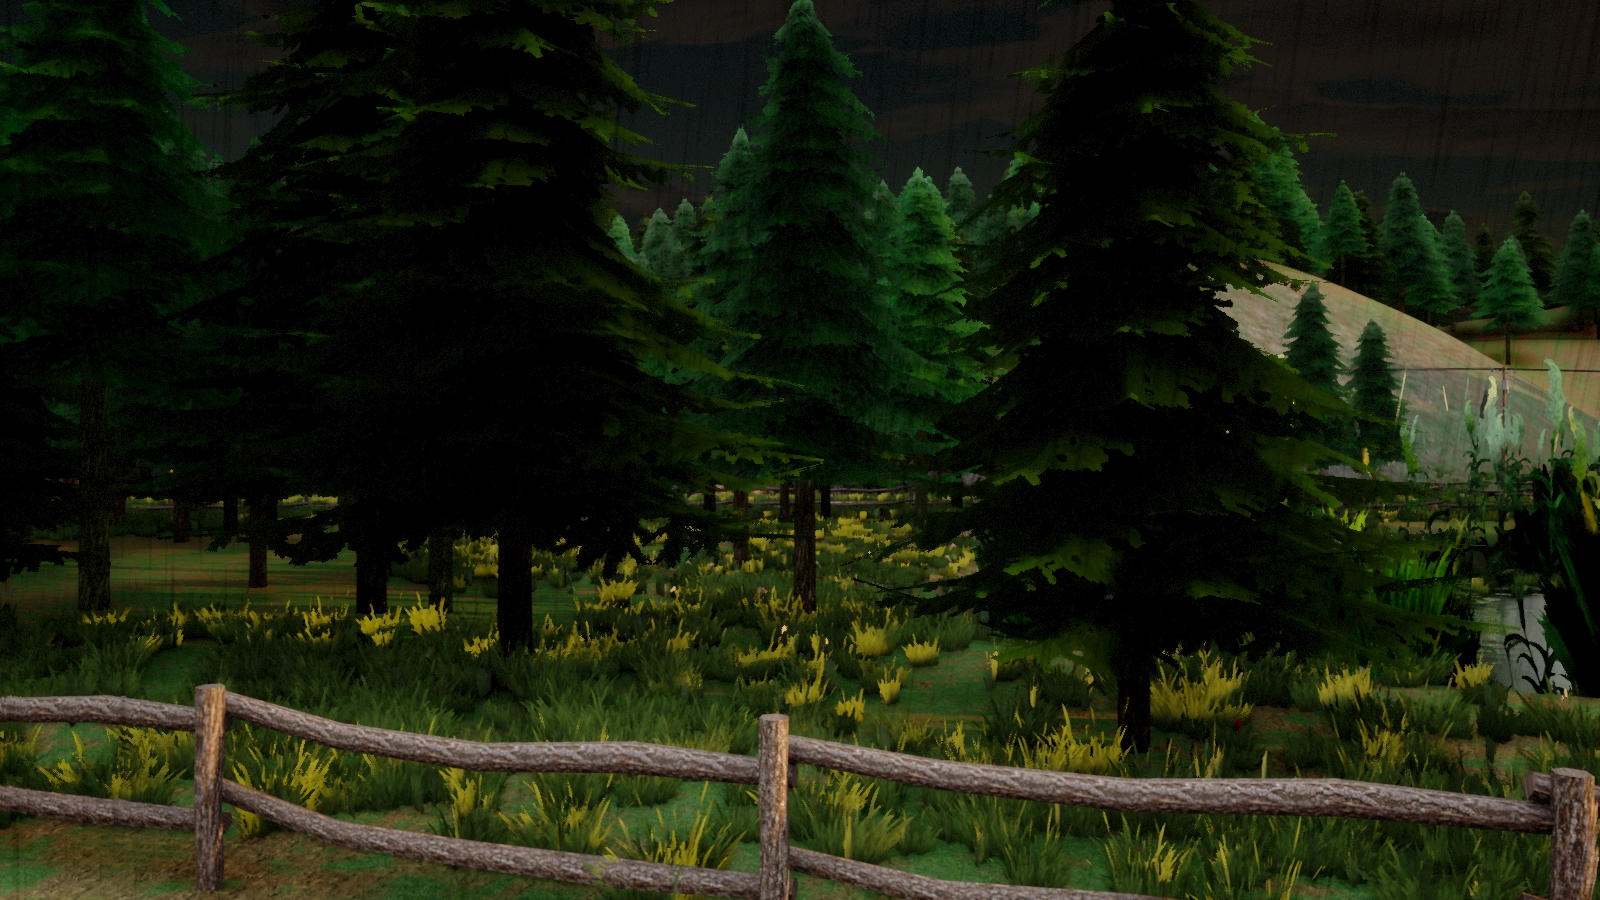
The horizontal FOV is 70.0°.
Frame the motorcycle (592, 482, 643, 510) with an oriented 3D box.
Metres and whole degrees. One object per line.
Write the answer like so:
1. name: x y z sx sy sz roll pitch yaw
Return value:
1. motorcycle: -8.654 2.179 54.114 2.209 1.251 0.867 0 0 14
